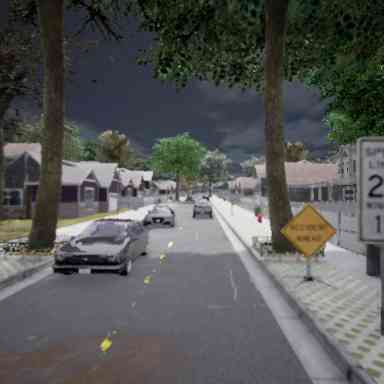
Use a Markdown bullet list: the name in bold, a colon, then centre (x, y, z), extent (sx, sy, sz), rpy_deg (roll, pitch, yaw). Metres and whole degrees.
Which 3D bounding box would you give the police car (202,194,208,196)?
- **police car**: centre (3.626, 1.495, 87.868), extent (1.930, 1.638, 5.238), rpy_deg (1, 0, 2)

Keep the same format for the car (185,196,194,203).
- **car**: centre (-0.443, 1.602, 72.778), extent (1.994, 1.385, 4.181), rpy_deg (1, 0, 2)

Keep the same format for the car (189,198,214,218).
- **car**: centre (1.048, 1.637, 32.214), extent (2.128, 1.511, 4.902), rpy_deg (1, 0, 2)

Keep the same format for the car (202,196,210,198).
- **car**: centre (1.536, 1.685, 47.228), extent (1.812, 1.442, 4.674), rpy_deg (1, 0, 2)

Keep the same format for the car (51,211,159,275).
- **car**: centre (-2.551, 1.580, 10.827), extent (2.033, 1.411, 5.357), rpy_deg (1, 0, 2)

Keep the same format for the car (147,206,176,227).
- **car**: centre (-2.152, 1.653, 23.205), extent (1.994, 1.385, 4.181), rpy_deg (1, 0, 0)

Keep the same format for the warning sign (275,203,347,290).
- **warning sign**: centre (2.714, 1.188, 7.755), extent (1.300, 1.860, 1.060), rpy_deg (0, -1, 2)
